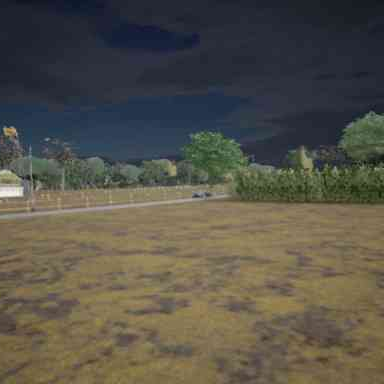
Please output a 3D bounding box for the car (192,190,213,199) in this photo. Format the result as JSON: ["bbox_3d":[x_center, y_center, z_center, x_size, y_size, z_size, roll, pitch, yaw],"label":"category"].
[{"bbox_3d":[1.843,0.392,57.972,1.994,1.385,4.181,-3,1,36],"label":"car"}]
